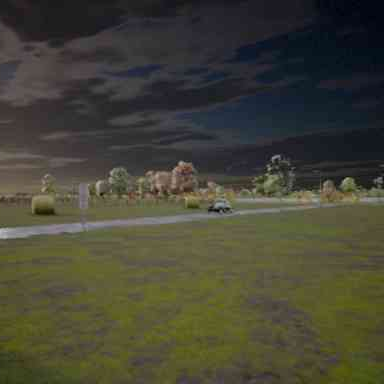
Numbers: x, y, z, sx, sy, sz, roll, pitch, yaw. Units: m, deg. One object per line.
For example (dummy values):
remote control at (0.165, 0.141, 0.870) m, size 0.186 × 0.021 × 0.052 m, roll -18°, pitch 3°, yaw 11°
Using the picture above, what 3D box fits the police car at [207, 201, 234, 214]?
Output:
police car at (3.851, 2.052, 44.833) m, size 1.930 × 1.638 × 5.238 m, roll -1°, pitch -1°, yaw 35°
